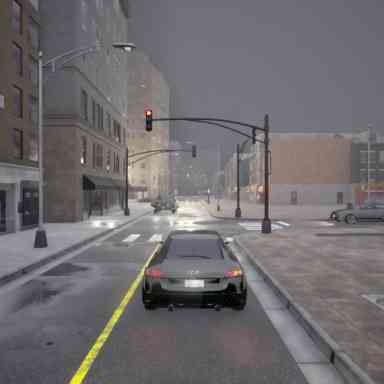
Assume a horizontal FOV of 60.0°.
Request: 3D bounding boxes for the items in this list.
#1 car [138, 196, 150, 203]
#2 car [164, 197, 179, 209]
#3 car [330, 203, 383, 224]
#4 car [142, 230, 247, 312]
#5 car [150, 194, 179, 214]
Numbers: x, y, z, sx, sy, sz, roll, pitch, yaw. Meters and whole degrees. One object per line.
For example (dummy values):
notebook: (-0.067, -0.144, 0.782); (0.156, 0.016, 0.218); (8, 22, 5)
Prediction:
car: (-8.963, 1.597, 69.975); (4.674, 1.442, 1.812); (0, 0, 9)
car: (-2.821, 1.495, 46.583); (1.882, 1.535, 5.008); (0, 0, 0)
car: (12.059, 1.515, 23.606); (4.181, 1.385, 1.994); (0, 0, 0)
car: (0.053, 1.564, 7.799); (1.994, 1.385, 4.181); (0, 0, 0)
car: (-2.826, 1.233, 35.741); (2.150, 2.045, 5.566); (0, 0, 0)
